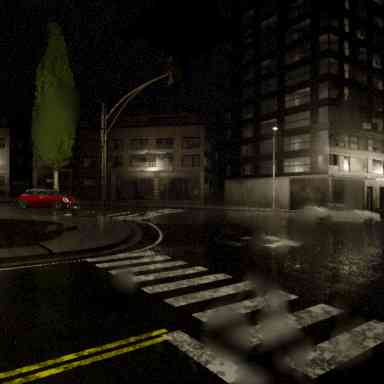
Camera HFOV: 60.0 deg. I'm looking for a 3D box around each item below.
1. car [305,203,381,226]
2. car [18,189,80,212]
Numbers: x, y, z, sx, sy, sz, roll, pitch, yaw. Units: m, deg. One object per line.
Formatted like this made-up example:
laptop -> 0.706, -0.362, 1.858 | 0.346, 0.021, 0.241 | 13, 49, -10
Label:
car -> 10.571, 1.525, 23.375 | 4.718, 1.301, 1.895 | 4, 4, 0
car -> -11.279, 0.574, 26.375 | 4.553, 1.767, 2.097 | 1, 0, 11
